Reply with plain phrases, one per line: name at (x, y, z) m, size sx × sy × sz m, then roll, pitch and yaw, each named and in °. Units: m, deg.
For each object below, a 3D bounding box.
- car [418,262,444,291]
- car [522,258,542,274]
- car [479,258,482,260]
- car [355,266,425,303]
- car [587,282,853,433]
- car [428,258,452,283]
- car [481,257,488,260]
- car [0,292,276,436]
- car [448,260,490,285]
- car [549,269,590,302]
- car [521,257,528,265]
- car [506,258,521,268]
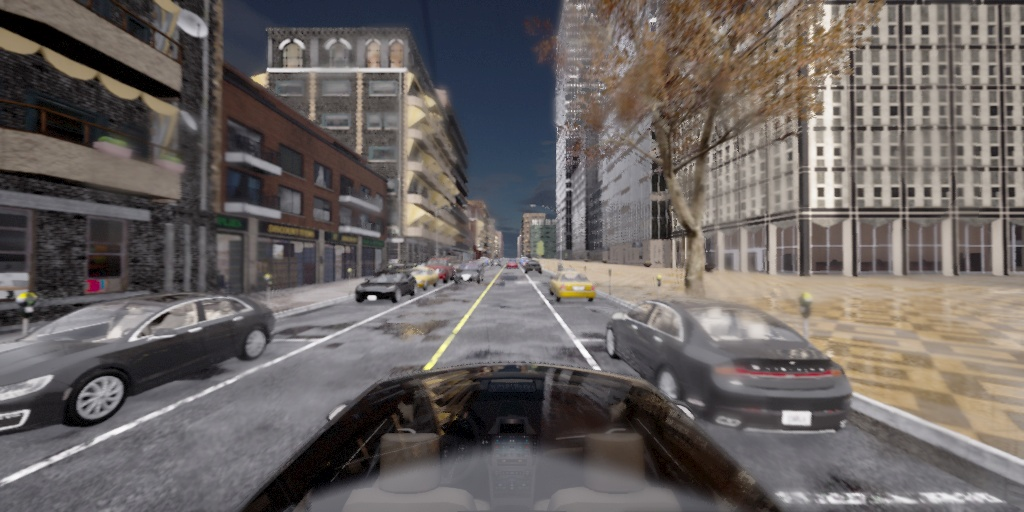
car at (-5.680, 1.281, 22.126) m, size 1.751 × 1.417 × 4.829 m, roll 0°, pitch 0°, yaw 0°
car at (2.372, 1.267, 40.685) m, size 1.837 × 1.490 × 4.892 m, roll 0°, pitch 0°, yaw 0°
car at (-5.668, 1.313, 50.144) m, size 1.888 × 1.381 × 4.507 m, roll 0°, pitch 0°, yaw 0°
car at (-5.683, 1.320, 16.727) m, size 1.948 × 1.339 × 4.313 m, roll 0°, pitch 0°, yaw 0°
car at (2.693, 1.301, 5.583) m, size 2.007 × 1.370 × 4.403 m, roll 0°, pitch 0°, yaw 0°
car at (-5.677, 1.072, 27.867) m, size 2.192 × 1.841 × 5.009 m, roll 0°, pitch 0°, yaw 0°
car at (-5.662, 1.339, 61.284) m, size 1.948 × 1.339 × 4.313 m, roll 0°, pitch 0°, yaw 0°
car at (-5.688, 1.302, 5.588) m, size 2.007 × 1.370 × 4.403 m, roll 0°, pitch 0°, yaw 0°
car at (-3.085, 1.248, 26.566) m, size 2.128 × 1.511 × 4.902 m, roll 0°, pitch 0°, yaw 0°
car at (2.698, 1.279, 16.893) m, size 1.751 × 1.417 × 4.829 m, roll 0°, pitch 0°, yaw 0°
car at (2.719, 1.213, 61.279) m, size 1.967 × 1.591 × 4.097 m, roll 0°, pitch 0°, yaw 0°
car at (0.029, 1.336, 59.942) m, size 1.994 × 1.385 × 4.181 m, roll 0°, pitch 0°, yaw 0°
